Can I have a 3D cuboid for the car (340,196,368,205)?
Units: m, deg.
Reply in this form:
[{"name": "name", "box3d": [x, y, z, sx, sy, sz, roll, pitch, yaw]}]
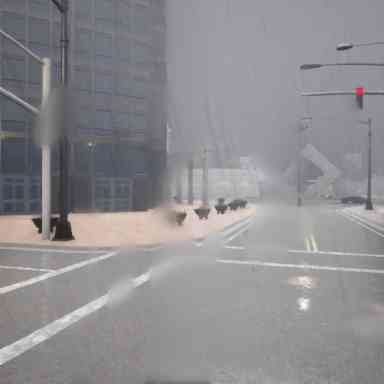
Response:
[{"name": "car", "box3d": [27.300, 1.407, 55.465, 4.892, 1.490, 1.837, 0, 2, -2]}]
